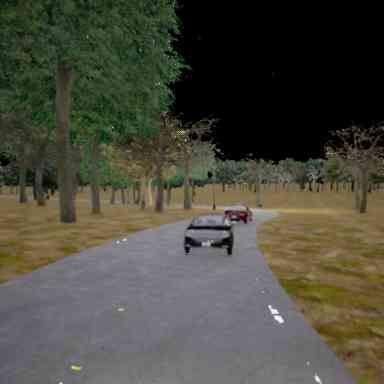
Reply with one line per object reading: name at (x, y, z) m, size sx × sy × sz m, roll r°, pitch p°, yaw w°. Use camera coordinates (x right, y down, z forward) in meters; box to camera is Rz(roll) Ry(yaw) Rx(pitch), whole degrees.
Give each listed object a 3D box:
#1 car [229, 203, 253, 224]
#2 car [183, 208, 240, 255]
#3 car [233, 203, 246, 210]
car at (4.050, 1.843, 28.583) m, size 1.882 × 1.535 × 5.008 m, roll 1°, pitch -1°, yaw 17°
car at (0.842, 1.632, 13.982) m, size 2.128 × 1.511 × 4.902 m, roll 0°, pitch 0°, yaw 8°
car at (9.982, 3.007, 70.033) m, size 2.033 × 1.411 × 5.357 m, roll 0°, pitch -2°, yaw 0°
